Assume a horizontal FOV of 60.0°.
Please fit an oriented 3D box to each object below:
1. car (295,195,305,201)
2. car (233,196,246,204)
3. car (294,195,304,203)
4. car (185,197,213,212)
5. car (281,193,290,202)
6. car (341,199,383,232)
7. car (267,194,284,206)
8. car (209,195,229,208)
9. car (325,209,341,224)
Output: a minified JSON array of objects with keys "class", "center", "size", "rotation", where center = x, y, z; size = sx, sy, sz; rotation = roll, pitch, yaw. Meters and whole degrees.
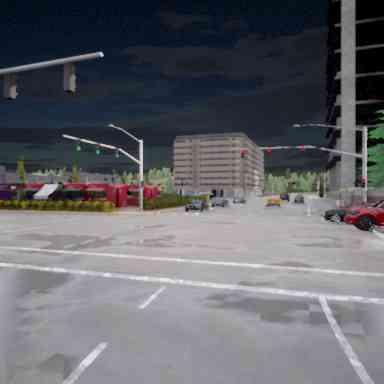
[{"class":"car","center":[25.101,1.399,77.296],"size":[2.033,1.411,5.357],"rotation":[0,0,19]},{"class":"car","center":[9.005,1.514,63.024],"size":[2.128,1.511,4.902],"rotation":[0,0,20]},{"class":"car","center":[21.743,1.543,67.588],"size":[2.128,1.511,4.902],"rotation":[0,0,19]},{"class":"car","center":[0.630,1.579,39.041],"size":[1.994,1.385,4.181],"rotation":[0,0,18]},{"class":"car","center":[21.945,1.256,78.878],"size":[2.150,2.045,5.566],"rotation":[0,0,19]},{"class":"car","center":[11.896,1.280,19.252],"size":[5.566,2.045,2.150],"rotation":[0,0,20]},{"class":"car","center":[13.307,1.498,53.640],"size":[1.882,1.535,5.008],"rotation":[0,0,19]},{"class":"car","center":[4.179,1.522,49.211],"size":[1.837,1.490,4.892],"rotation":[0,0,19]},{"class":"car","center":[12.145,1.539,23.637],"size":[5.008,1.535,1.882],"rotation":[0,0,33]}]
